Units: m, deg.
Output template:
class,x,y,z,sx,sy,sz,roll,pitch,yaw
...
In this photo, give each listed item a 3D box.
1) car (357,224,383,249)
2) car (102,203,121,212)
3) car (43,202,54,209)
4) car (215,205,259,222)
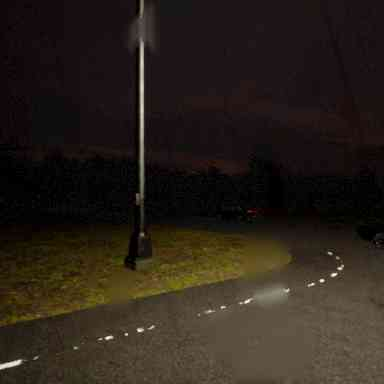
class,x,y,z,sx,sy,sz,roll,pitch,yaw
car,9.085,1.636,12.723,1.895,1.301,4.718,1,-1,-36
car,-13.563,2.629,56.068,1.812,1.442,4.674,3,-3,-36
car,-31.540,2.886,72.860,2.033,1.411,5.357,2,-2,-29
car,4.156,1.994,31.520,2.128,1.511,4.902,3,-3,-36
